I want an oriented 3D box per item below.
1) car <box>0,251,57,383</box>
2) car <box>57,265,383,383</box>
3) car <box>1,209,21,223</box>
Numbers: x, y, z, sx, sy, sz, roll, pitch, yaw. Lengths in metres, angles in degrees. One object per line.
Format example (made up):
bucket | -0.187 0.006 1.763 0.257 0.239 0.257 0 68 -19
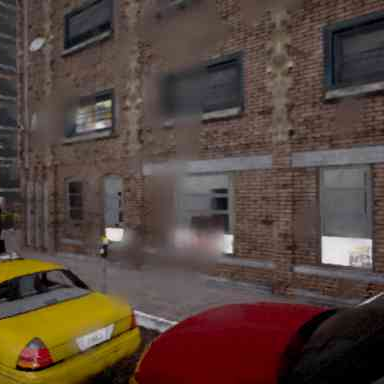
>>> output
car | -2.931 1.580 4.978 4.829 1.417 1.752 -1 -1 36
car | 1.825 1.308 1.573 5.009 1.841 2.192 -1 -1 36
car | -18.617 2.182 30.906 1.752 1.417 4.829 -2 -2 35
